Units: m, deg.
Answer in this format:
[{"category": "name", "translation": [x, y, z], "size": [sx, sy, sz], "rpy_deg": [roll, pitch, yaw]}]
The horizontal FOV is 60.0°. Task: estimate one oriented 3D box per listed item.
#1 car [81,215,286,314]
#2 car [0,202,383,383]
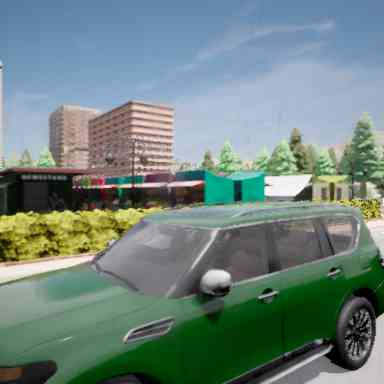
[{"category": "car", "translation": [-0.012, 1.475, 8.254], "size": [4.892, 1.490, 1.837], "rpy_deg": [0, 0, -35]}, {"category": "car", "translation": [0.240, 1.202, 4.146], "size": [5.566, 2.045, 2.150], "rpy_deg": [-1, 1, -35]}]
